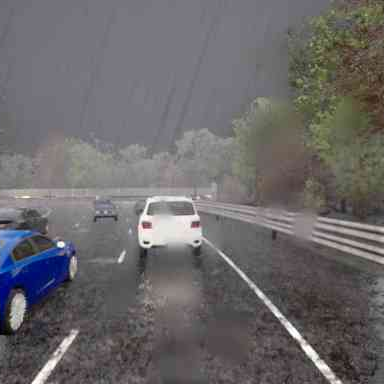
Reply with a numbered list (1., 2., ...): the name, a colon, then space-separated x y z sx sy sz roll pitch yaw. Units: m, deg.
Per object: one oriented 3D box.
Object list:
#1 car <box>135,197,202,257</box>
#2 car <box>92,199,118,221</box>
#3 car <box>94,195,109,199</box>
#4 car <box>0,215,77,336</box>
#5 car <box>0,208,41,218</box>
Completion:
1. car: -0.973 1.209 13.184 2.150 2.045 5.566 0 0 -7
2. car: -7.062 1.552 27.133 2.033 1.411 5.357 0 0 -15
3. car: -15.162 1.365 55.539 2.097 1.767 4.553 0 0 -30
4. car: -3.793 1.490 6.644 1.882 1.535 5.008 0 0 -4
5. car: -8.386 1.530 16.178 1.837 1.490 4.892 0 0 -8
